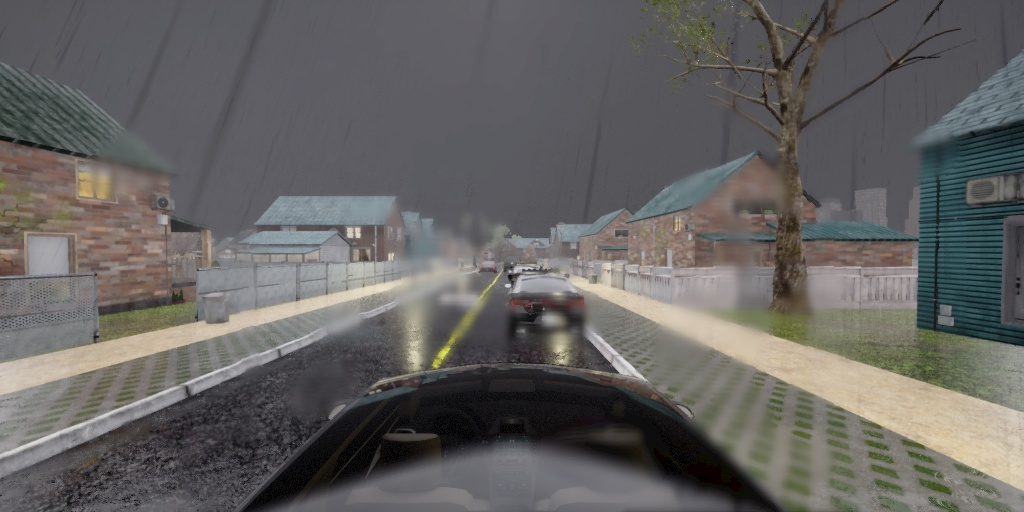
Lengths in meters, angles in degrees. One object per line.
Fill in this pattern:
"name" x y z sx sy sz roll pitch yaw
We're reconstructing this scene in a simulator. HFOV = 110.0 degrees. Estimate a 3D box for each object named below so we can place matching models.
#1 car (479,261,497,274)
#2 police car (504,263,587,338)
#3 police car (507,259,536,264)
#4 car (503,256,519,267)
"car" -2.742 1.270 41.795 1.882 1.535 5.008 0 0 0
"police car" 0.827 1.175 10.360 1.930 1.638 5.238 0 0 0
"police car" 0.829 1.182 20.362 1.930 1.638 5.238 0 0 0
"car" 0.030 1.027 47.008 2.150 2.045 5.566 0 0 0
